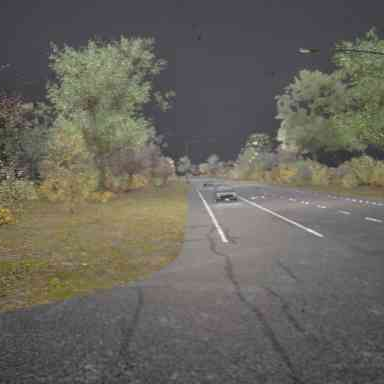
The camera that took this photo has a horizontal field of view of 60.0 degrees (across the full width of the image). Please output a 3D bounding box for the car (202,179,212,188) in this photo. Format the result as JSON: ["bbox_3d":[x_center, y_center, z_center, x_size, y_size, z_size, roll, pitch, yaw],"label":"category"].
[{"bbox_3d":[2.836,-1.539,59.609,2.033,1.411,5.357,-3,3,4],"label":"car"}]

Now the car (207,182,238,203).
[{"bbox_3d":[2.782,0.081,29.392,2.033,1.411,5.357,-3,3,0],"label":"car"}]
